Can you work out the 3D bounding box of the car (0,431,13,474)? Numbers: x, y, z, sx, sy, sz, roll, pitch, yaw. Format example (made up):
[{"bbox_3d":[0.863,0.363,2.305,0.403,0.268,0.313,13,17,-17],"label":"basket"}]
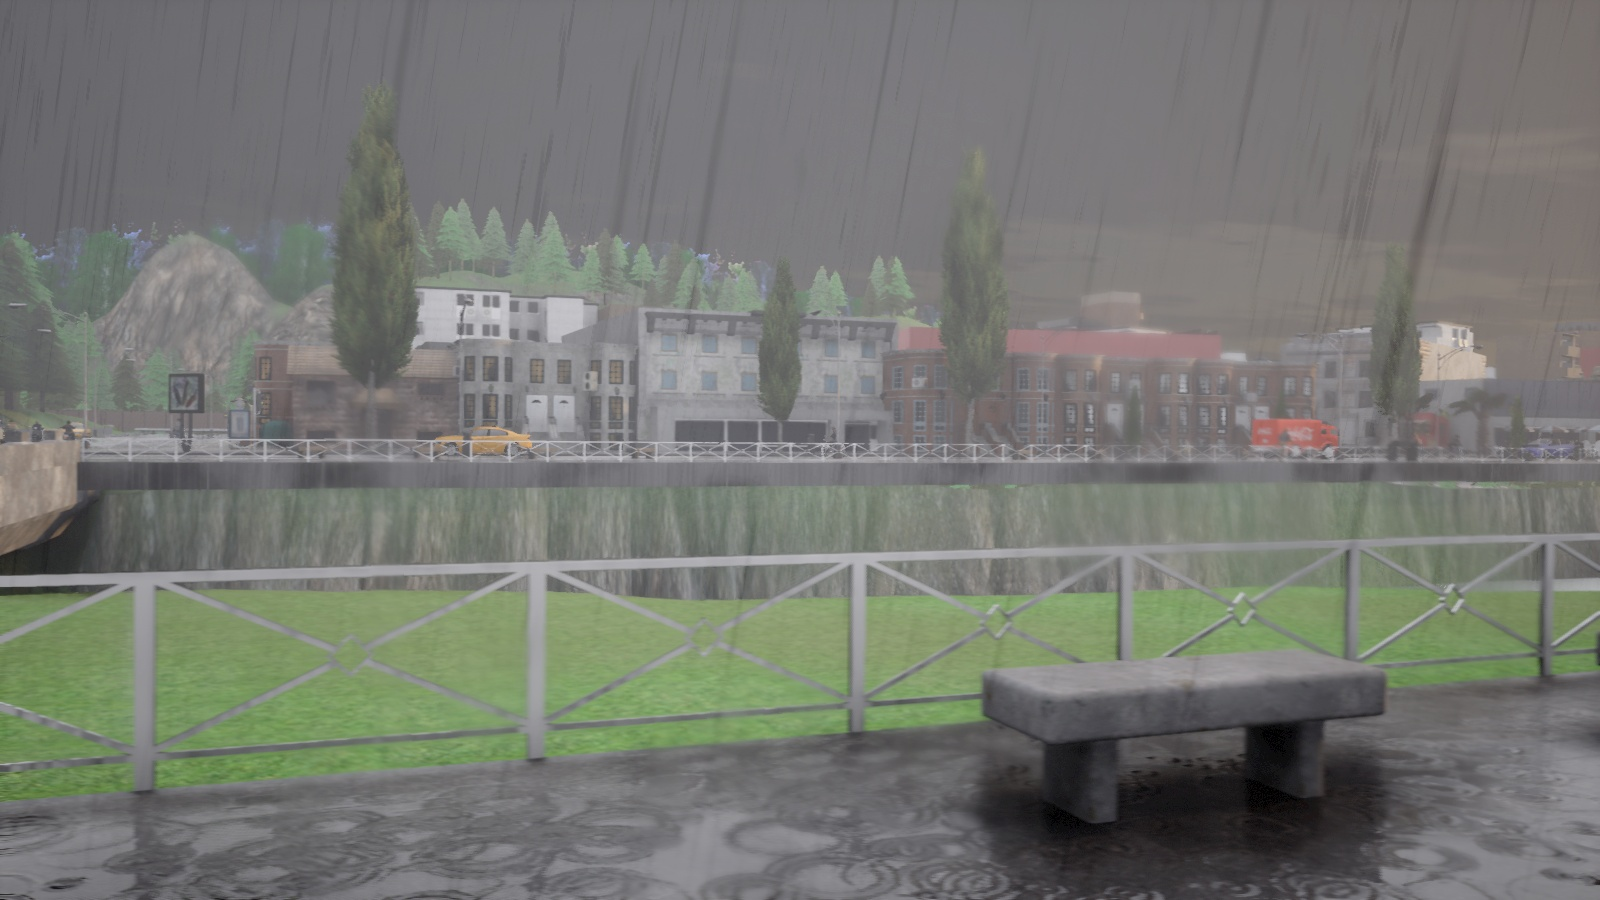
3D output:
[{"bbox_3d":[-35.980,0.146,52.675,1.932,1.855,4.605,-1,1,31],"label":"car"}]

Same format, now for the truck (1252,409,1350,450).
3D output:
[{"bbox_3d":[30.741,-1.276,77.113,5.204,2.467,2.627,-1,1,-21],"label":"truck"}]

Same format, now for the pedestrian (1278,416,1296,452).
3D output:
[{"bbox_3d":[25.584,-0.842,65.943,0.694,1.848,0.540,-1,1,-24],"label":"pedestrian"}]

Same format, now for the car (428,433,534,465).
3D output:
[{"bbox_3d":[-16.152,-0.084,63.578,5.008,1.535,1.882,-1,1,-21],"label":"car"}]
